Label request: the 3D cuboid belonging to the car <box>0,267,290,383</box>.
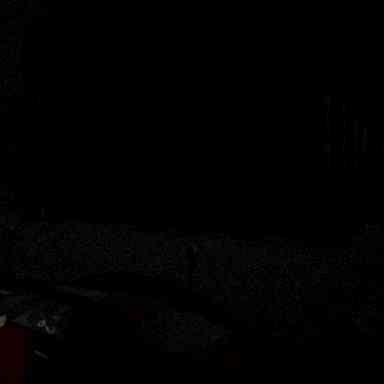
[{"bbox_3d":[-1.070,1.588,3.721,4.206,1.307,1.802,0,0,36],"label":"car"}]
